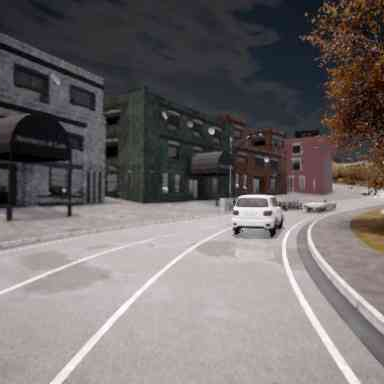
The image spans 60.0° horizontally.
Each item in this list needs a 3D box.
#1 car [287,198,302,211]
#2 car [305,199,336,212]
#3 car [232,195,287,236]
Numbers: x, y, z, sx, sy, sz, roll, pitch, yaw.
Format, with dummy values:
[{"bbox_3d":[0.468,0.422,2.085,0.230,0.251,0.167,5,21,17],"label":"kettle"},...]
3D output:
[{"bbox_3d":[10.590,1.329,37.282,2.033,1.411,5.357,-1,0,39],"label":"car"},{"bbox_3d":[13.719,1.347,35.198,1.895,1.301,4.718,-1,0,39],"label":"car"},{"bbox_3d":[3.787,1.177,18.628,2.150,2.045,5.566,0,0,20],"label":"car"}]
